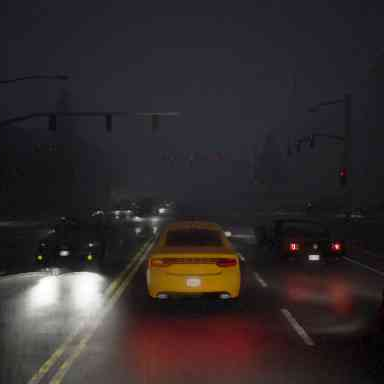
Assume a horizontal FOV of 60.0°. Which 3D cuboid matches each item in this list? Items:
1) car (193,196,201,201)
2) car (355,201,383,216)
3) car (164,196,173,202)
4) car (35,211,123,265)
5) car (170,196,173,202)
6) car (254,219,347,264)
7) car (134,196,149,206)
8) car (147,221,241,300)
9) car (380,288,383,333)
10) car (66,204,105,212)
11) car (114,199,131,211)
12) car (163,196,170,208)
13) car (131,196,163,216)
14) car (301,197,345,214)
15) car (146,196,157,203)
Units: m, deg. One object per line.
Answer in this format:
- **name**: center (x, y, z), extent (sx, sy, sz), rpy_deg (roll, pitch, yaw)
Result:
- **car**: center (1.292, 1.617, 88.219), extent (1.895, 1.301, 4.718), rpy_deg (0, 0, -1)
- **car**: center (18.768, 1.556, 32.208), extent (5.357, 1.411, 2.033), rpy_deg (0, 0, -2)
- **car**: center (-5.431, 1.563, 77.490), extent (1.994, 1.385, 4.181), rpy_deg (0, 0, -1)
- **car**: center (-3.676, 1.567, 11.519), extent (1.994, 1.385, 4.181), rpy_deg (0, 0, -1)
- **car**: center (-5.076, 1.541, 61.564), extent (1.812, 1.442, 4.674), rpy_deg (0, 0, -1)
- **car**: center (3.500, 1.604, 11.807), extent (1.895, 1.301, 4.718), rpy_deg (0, 0, -1)
- **car**: center (-8.468, 1.492, 56.442), extent (1.882, 1.535, 5.008), rpy_deg (0, 0, -1)
- **car**: center (0.033, 1.480, 8.482), extent (1.882, 1.535, 5.008), rpy_deg (0, 0, 0)
- **car**: center (3.597, 1.478, 2.717), extent (1.882, 1.535, 5.008), rpy_deg (0, 0, 0)
- **car**: center (-7.436, 1.553, 23.326), extent (2.033, 1.411, 5.357), rpy_deg (0, 0, -2)
- **car**: center (-8.243, 1.558, 41.773), extent (2.033, 1.411, 5.357), rpy_deg (0, 0, 1)
- **car**: center (-4.738, 1.503, 47.456), extent (2.128, 1.511, 4.902), rpy_deg (0, 0, -2)
- **car**: center (-4.232, 1.360, 32.033), extent (2.097, 1.767, 4.553), rpy_deg (0, 0, -2)
- **car**: center (14.078, 1.361, 35.573), extent (4.553, 1.767, 2.097), rpy_deg (0, 0, -2)
- **car**: center (-8.781, 1.570, 71.694), extent (1.994, 1.385, 4.181), rpy_deg (0, 0, -1)
